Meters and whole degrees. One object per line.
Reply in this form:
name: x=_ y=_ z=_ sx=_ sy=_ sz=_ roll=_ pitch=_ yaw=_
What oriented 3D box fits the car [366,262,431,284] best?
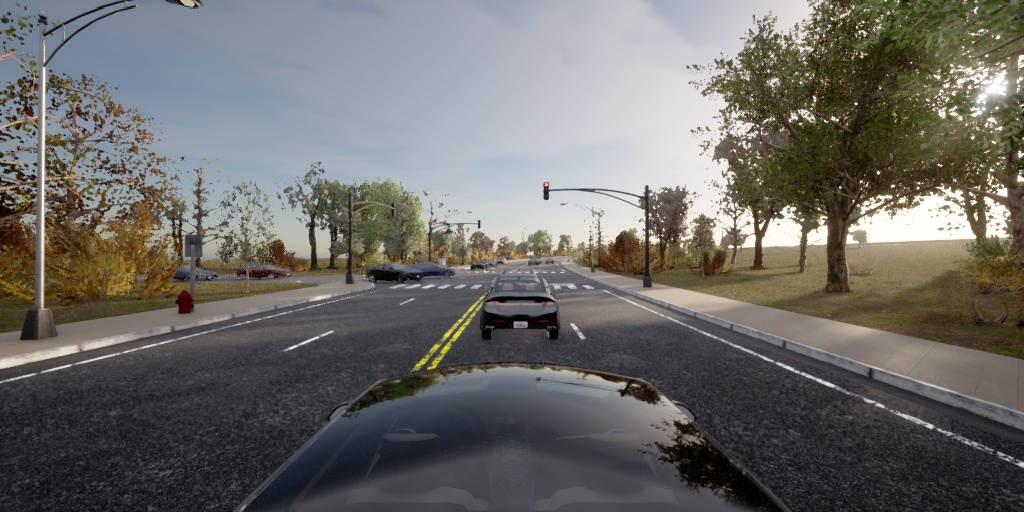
car: x=-8.728 y=1.233 z=26.716 sx=5.008 sy=1.535 sz=1.882 roll=-1 pitch=-2 yaw=33

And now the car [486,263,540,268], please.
car: x=0.291 y=1.241 z=15.340 sx=2.128 sy=1.511 sz=4.902 roll=0 pitch=0 yaw=2

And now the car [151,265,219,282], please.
car: x=-28.874 y=1.532 z=31.623 sx=5.357 sy=1.411 sz=2.033 roll=-1 pitch=-1 yaw=10

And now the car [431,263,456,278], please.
car: x=-7.564 y=1.333 z=33.062 sx=4.674 sy=1.442 sz=1.812 roll=-1 pitch=0 yaw=-13

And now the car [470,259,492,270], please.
car: x=-4.493 y=1.303 z=49.832 sx=1.895 sy=1.301 sz=4.718 roll=0 pitch=0 yaw=6

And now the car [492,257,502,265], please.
car: x=-3.546 y=1.226 z=60.357 sx=2.033 sy=1.411 sz=5.357 roll=0 pitch=0 yaw=6

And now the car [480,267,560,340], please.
car: x=0.199 y=1.242 z=10.011 sx=2.128 sy=1.511 sz=4.902 roll=0 pitch=0 yaw=0

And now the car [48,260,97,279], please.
car: x=-47.220 y=1.427 z=38.241 sx=5.566 sy=2.045 sz=2.150 roll=-1 pitch=-1 yaw=11

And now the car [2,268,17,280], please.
car: x=-52.864 y=1.451 z=35.995 sx=5.566 sy=2.045 sz=2.150 roll=-1 pitch=-1 yaw=11

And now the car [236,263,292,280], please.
car: x=-23.398 y=1.437 z=33.948 sx=5.008 sy=1.535 sz=1.882 roll=-1 pitch=-1 yaw=10
